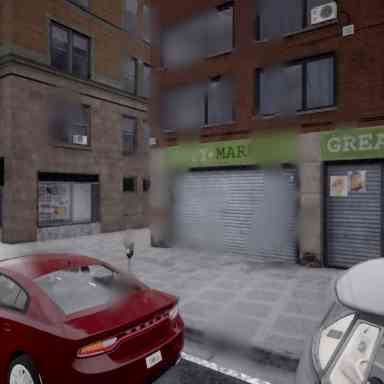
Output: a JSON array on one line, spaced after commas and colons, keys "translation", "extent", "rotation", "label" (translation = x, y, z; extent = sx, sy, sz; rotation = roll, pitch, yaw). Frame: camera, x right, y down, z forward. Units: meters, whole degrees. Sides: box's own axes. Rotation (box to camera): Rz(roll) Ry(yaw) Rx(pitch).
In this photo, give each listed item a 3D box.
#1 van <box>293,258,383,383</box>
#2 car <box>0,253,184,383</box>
[{"translation": [2.411, 1.341, 1.357], "extent": [3.998, 1.788, 1.690], "rotation": [0, 0, 35], "label": "van"}, {"translation": [-2.198, 1.544, 4.644], "extent": [4.507, 1.381, 1.887], "rotation": [0, 0, 35], "label": "car"}]
